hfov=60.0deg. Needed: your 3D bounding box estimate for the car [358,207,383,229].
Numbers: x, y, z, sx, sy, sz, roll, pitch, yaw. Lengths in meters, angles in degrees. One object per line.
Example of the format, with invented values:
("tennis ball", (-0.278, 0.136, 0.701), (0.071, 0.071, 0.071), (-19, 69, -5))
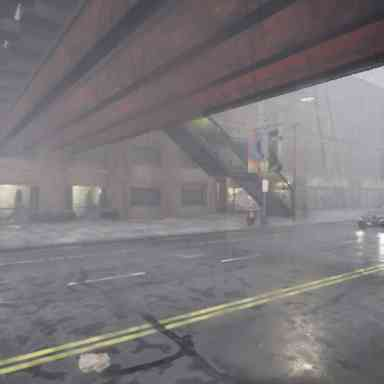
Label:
("car", (12.875, 1.708, 22.047), (4.674, 1.442, 1.812), (1, 0, -36))
